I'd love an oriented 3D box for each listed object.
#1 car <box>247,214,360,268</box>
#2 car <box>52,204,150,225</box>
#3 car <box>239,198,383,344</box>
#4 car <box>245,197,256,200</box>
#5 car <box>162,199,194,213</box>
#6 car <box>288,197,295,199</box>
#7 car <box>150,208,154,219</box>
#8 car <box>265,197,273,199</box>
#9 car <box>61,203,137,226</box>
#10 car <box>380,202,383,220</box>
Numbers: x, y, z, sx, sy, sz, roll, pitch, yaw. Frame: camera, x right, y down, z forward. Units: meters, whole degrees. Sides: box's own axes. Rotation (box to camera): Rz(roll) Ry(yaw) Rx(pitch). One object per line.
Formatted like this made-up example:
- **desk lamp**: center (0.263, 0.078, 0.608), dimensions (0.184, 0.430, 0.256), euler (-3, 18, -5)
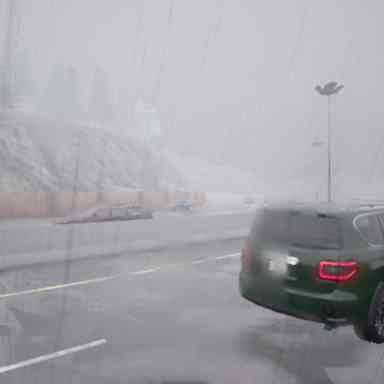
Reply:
- **car**: center (4.268, 1.619, 12.267), dimensions (4.718, 1.301, 1.895), euler (0, 0, -43)
- **car**: center (-5.049, 1.551, 18.237), dimensions (5.008, 1.535, 1.882), euler (0, 0, -42)
- **car**: center (3.337, 1.228, 6.730), dimensions (5.566, 2.045, 2.150), euler (0, 0, -40)
- **car**: center (10.885, 1.635, 62.647), dimensions (1.837, 1.490, 4.892), euler (0, 0, 8)
- **car**: center (-1.551, 1.619, 38.266), dimensions (1.837, 1.490, 4.892), euler (0, 0, 32)
- **car**: center (16.533, 1.611, 54.646), dimensions (1.812, 1.442, 4.674), euler (0, 0, 13)
- **car**: center (-4.937, 1.577, 23.114), dimensions (4.902, 1.511, 2.128), euler (0, 0, -45)
- **car**: center (14.262, 1.677, 61.415), dimensions (1.994, 1.385, 4.181), euler (0, 0, 9)
- **car**: center (-7.079, 1.649, 25.780), dimensions (5.357, 1.411, 2.033), euler (0, 0, -45)
- **car**: center (17.281, 1.610, 28.512), dimensions (1.895, 1.301, 4.718), euler (0, 0, 32)
